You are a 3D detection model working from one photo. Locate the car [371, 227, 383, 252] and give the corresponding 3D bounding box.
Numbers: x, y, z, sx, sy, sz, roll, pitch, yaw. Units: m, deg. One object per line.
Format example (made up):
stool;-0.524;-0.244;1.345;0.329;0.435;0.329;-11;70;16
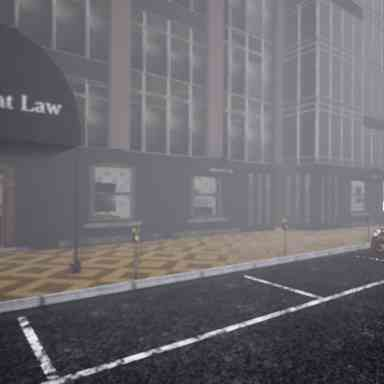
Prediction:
car;8.791;1.566;13.005;4.097;1.590;1.967;1;0;-35
